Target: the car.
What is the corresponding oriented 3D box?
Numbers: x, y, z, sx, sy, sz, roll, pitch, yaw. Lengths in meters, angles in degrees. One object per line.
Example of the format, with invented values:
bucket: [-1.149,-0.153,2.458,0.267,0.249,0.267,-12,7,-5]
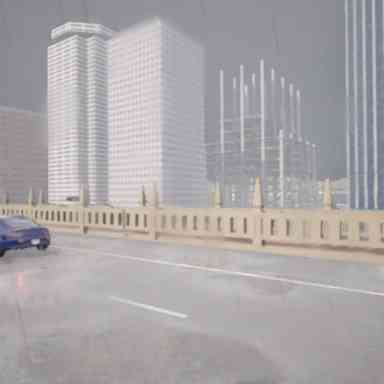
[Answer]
car: [-7.631,1.684,13.625,4.674,1.442,1.812,-1,0,36]
